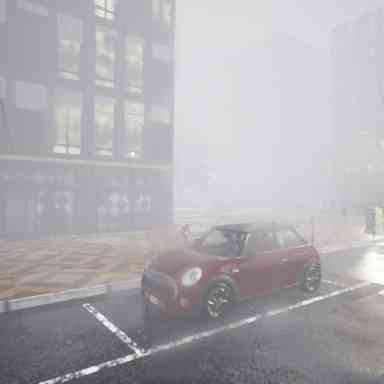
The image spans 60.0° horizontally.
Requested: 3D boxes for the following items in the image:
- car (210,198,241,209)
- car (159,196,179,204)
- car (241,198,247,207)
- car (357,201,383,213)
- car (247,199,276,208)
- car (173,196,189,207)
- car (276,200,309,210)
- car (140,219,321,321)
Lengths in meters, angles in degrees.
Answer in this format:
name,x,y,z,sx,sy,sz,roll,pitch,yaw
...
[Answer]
name,x,y,z,sx,sy,sz,roll,pitch,yaw
car,4.315,1.674,46.638,2.008,1.369,4.403,1,-1,-35
car,-5.249,1.720,74.611,2.192,1.841,5.009,1,-1,-35
car,7.873,1.721,56.108,1.967,1.590,4.097,1,-1,-35
car,20.996,1.725,37.606,1.947,1.339,4.313,1,-1,-35
car,11.154,1.795,51.482,1.887,1.381,4.507,1,-1,-35
car,-2.246,1.729,55.889,1.887,1.381,4.507,1,-1,-35
car,14.434,1.802,46.856,1.802,1.307,4.206,1,-1,-35
car,0.932,1.441,7.218,4.097,1.590,1.967,0,1,-36
